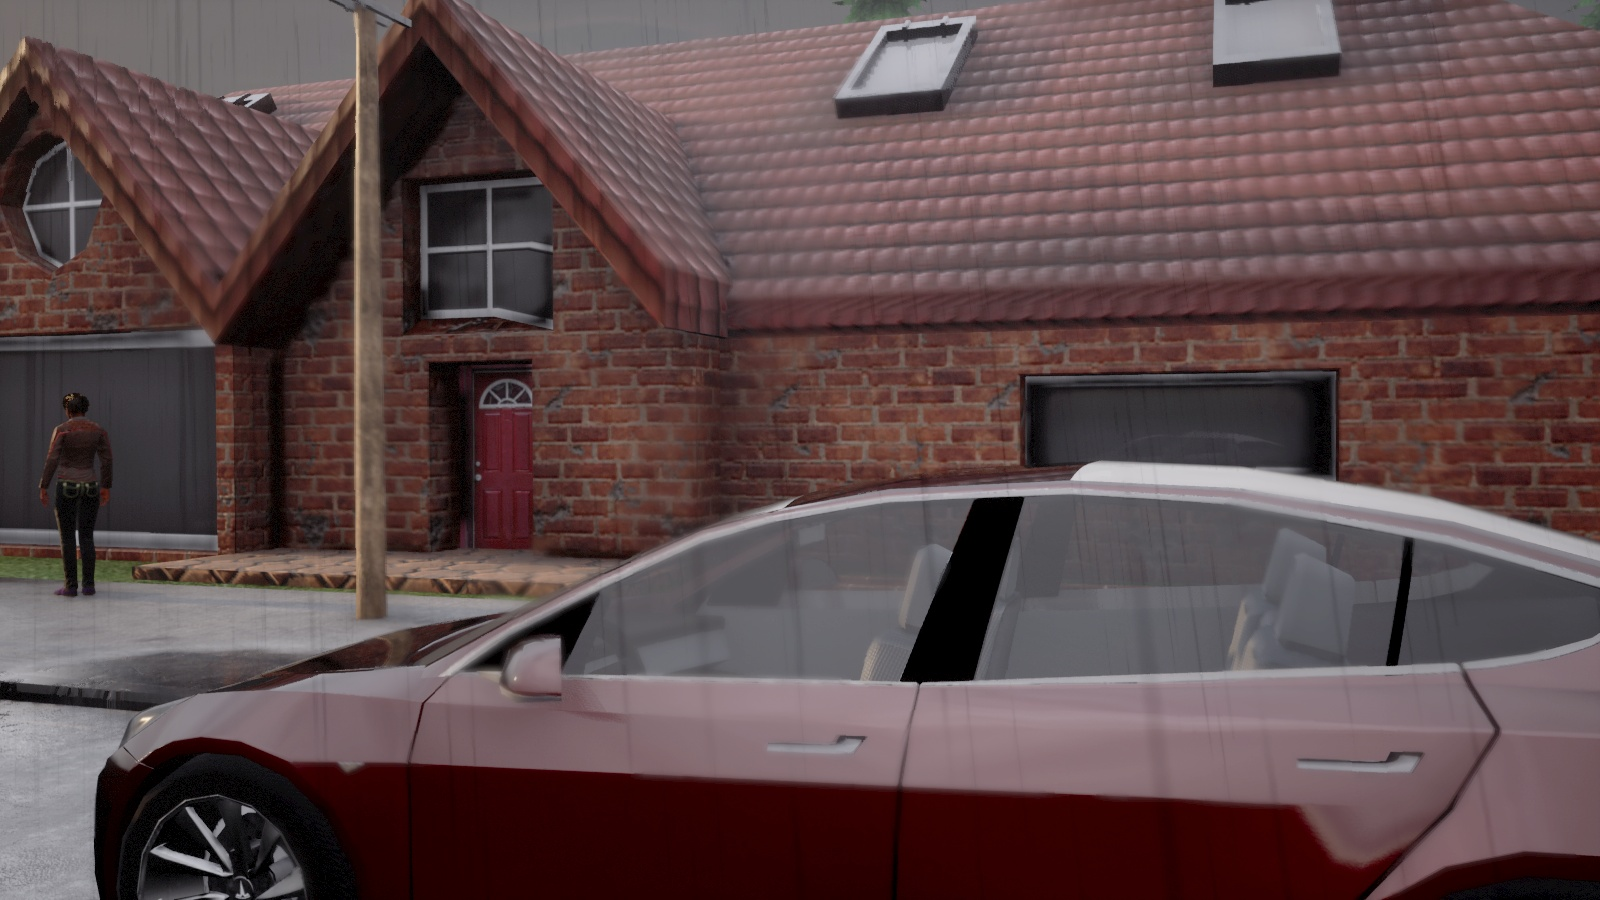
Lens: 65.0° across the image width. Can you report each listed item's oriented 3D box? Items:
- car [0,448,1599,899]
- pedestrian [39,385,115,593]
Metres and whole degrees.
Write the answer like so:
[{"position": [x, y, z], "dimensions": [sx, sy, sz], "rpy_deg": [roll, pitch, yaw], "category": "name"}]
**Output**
[{"position": [0.350, 0.770, 3.606], "dimensions": [4.792, 1.488, 2.163], "rpy_deg": [1, 1, 18], "category": "car"}, {"position": [-6.519, 0.331, 11.311], "dimensions": [0.869, 1.805, 0.328], "rpy_deg": [1, 1, 42], "category": "pedestrian"}]
